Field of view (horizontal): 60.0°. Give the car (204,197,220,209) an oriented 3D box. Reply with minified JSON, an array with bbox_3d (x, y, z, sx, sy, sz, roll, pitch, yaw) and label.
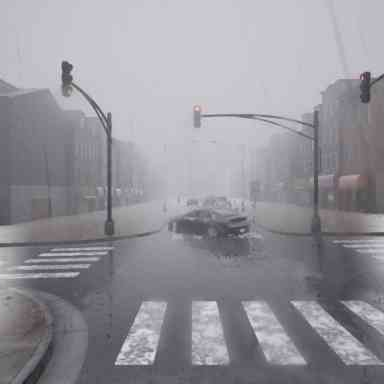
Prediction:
[{"bbox_3d":[2.718,1.509,45.918,1.967,1.590,4.097,-1,0,0],"label":"car"}]

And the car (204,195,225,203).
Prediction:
[{"bbox_3d":[2.696,1.356,35.113,2.192,1.841,5.009,-1,0,0],"label":"car"}]

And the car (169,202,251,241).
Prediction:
[{"bbox_3d":[0.731,1.519,16.941,1.837,1.490,4.892,-5,3,-40],"label":"car"}]

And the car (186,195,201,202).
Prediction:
[{"bbox_3d":[0.106,1.601,54.773,1.837,1.490,4.892,0,0,0],"label":"car"}]

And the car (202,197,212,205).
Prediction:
[{"bbox_3d":[2.751,1.648,62.295,1.752,1.417,4.829,-1,0,0],"label":"car"}]

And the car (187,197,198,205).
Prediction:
[{"bbox_3d":[0.127,1.697,65.193,1.994,1.385,4.181,0,0,0],"label":"car"}]

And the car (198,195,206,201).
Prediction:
[{"bbox_3d":[2.812,1.702,94.540,1.967,1.590,4.097,-1,0,0],"label":"car"}]

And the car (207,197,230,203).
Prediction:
[{"bbox_3d":[2.687,1.470,29.711,1.967,1.590,4.097,-1,0,0],"label":"car"}]

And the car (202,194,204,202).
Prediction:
[{"bbox_3d":[2.706,1.370,40.516,2.192,1.841,5.009,-1,0,0],"label":"car"}]

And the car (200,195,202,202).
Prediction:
[{"bbox_3d":[2.728,1.525,51.320,1.967,1.590,4.097,-1,0,0],"label":"car"}]
